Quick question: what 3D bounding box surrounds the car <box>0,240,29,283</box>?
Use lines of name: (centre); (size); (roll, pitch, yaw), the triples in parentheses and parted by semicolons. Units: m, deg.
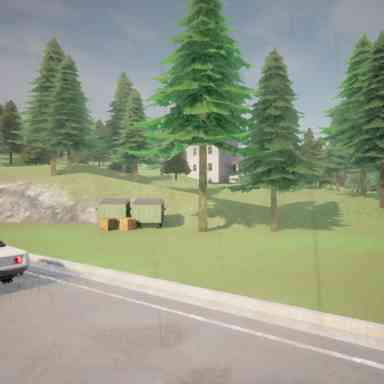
car: (-6.215, 1.601, 8.425); (4.718, 1.301, 1.895); (0, 0, 35)
